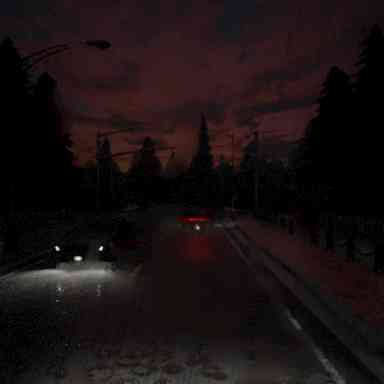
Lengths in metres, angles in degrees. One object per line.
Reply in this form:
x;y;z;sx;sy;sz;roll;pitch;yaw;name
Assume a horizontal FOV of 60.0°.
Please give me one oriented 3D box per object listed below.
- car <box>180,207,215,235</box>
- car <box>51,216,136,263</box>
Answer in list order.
0.338;1.694;20.301;1.837;1.490;4.892;0;-1;1;car
-3.431;1.664;12.773;2.033;1.411;5.357;0;-1;1;car
